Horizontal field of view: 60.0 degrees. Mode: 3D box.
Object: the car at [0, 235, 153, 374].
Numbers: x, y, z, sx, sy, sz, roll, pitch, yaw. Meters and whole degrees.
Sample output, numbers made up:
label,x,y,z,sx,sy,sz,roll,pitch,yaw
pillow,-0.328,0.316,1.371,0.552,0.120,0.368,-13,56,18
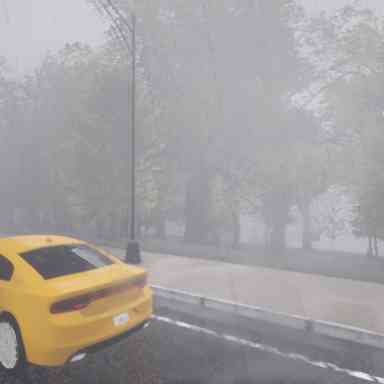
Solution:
label,x,y,z,sx,sy,sz,roll,pitch,yaw
car,-2.933,1.499,5.722,5.008,1.535,1.882,0,0,35
